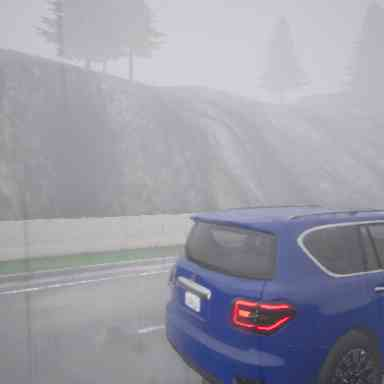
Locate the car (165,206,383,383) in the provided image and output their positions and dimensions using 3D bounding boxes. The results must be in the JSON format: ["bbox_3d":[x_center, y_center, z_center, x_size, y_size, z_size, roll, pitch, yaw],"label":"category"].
[{"bbox_3d":[2.342,1.223,4.772,5.566,2.045,2.150,0,0,-29],"label":"car"}]
